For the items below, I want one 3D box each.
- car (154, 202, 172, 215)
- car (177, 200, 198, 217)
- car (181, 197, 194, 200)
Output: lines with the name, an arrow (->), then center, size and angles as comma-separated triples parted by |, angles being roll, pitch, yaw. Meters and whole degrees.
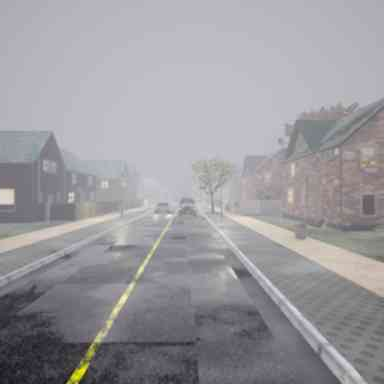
car -> -3.521, 1.969, 40.733 | 1.812, 1.442, 4.674 | 0, -1, -1
car -> -0.486, 1.894, 35.305 | 1.812, 1.442, 4.674 | 0, -1, -1
car -> -0.668, 1.731, 45.657 | 2.150, 2.045, 5.566 | 0, -1, -1
